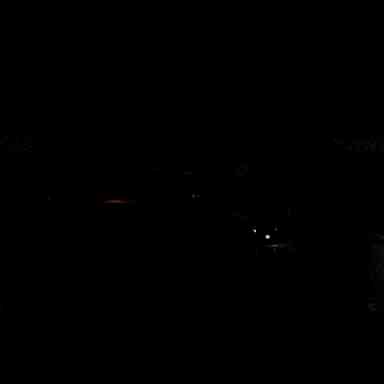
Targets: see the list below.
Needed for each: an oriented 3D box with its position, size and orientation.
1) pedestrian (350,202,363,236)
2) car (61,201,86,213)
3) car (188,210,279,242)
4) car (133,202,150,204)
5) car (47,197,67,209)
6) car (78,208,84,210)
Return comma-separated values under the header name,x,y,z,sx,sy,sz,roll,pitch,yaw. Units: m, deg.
name,x,y,z,sx,sy,sz,roll,pitch,yaw
pedestrian,8.699,1.406,17.664,0.375,1.860,0.375,1,-1,-35
car,-16.874,2.080,47.279,1.837,1.490,4.892,2,-2,-39
car,1.891,1.661,17.147,2.033,1.411,5.357,2,-2,-35
car,-3.785,1.586,25.176,2.097,1.767,4.553,2,-2,-36
car,-17.438,1.681,43.421,2.150,2.045,5.566,2,-2,-38
car,-9.733,1.847,33.288,1.837,1.490,4.892,2,-2,-37
